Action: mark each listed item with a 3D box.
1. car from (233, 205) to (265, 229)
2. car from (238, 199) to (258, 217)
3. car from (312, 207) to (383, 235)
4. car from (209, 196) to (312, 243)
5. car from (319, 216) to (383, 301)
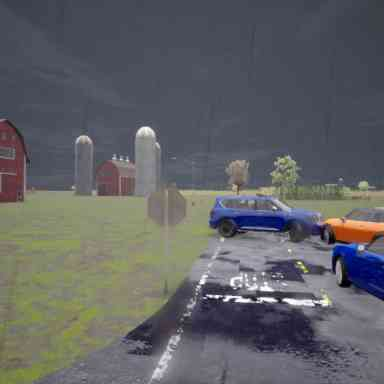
[{"bbox_3d":[3.850,1.601,22.696,1.895,1.301,4.718,0,0,9],"label":"car"},{"bbox_3d":[5.504,1.502,33.003,1.837,1.490,4.892,0,0,9],"label":"car"},{"bbox_3d":[7.076,1.365,13.036,2.097,1.767,4.553,0,0,-13],"label":"car"},{"bbox_3d":[3.545,1.218,16.374,5.566,2.045,2.150,0,0,29],"label":"car"},{"bbox_3d":[4.472,1.480,6.294,1.882,1.535,5.008,0,0,-3],"label":"car"}]
